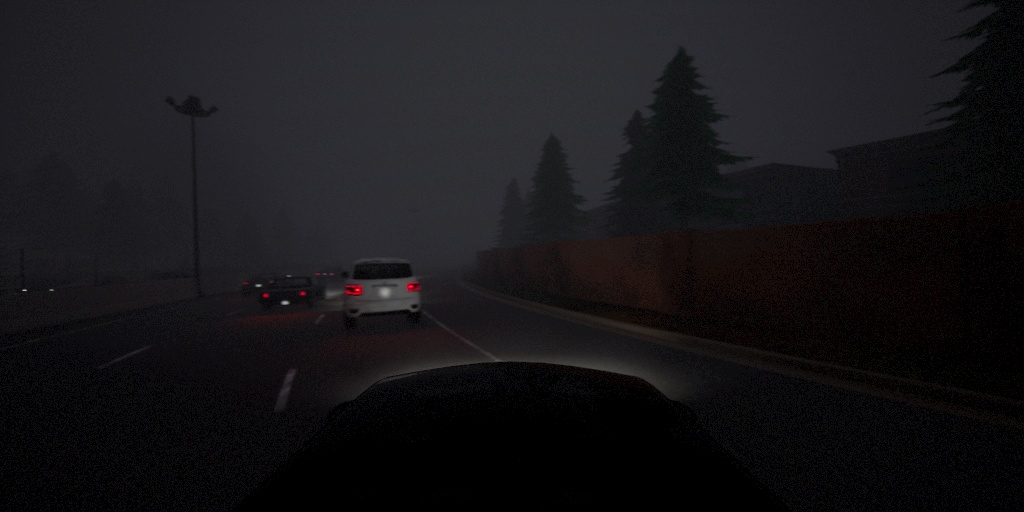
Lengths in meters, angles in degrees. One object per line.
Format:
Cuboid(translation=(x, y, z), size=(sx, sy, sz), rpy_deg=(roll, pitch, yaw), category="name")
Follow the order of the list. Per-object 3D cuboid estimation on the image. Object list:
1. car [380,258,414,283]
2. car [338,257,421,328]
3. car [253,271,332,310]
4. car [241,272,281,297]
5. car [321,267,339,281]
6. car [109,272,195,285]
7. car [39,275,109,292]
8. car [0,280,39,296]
Cuboid(translation=(-10.365, 1.238, 32.683), size=(2.150, 2.045, 5.566), rpy_deg=(-2, 0, -10), category="car")
Cuboid(translation=(-4.547, 1.089, 12.333), size=(2.150, 2.045, 5.566), rpy_deg=(-2, 0, -23), category="car")
Cuboid(translation=(-9.877, 1.606, 16.545), size=(1.895, 1.301, 4.718), rpy_deg=(-2, 0, -19), category="car")
Cuboid(translation=(-15.320, 1.710, 22.830), size=(1.994, 1.385, 4.181), rpy_deg=(-1, 0, -16), category="car")
Cuboid(translation=(-17.762, 1.756, 35.863), size=(2.033, 1.411, 5.357), rpy_deg=(-1, 0, -7), category="car")
Cuboid(translation=(-22.971, 1.838, 23.636), size=(2.128, 1.511, 4.902), rpy_deg=(-2, 0, -13), category="car")
Cuboid(translation=(-26.391, 1.959, 22.877), size=(1.812, 1.442, 4.674), rpy_deg=(-2, 0, -13), category="car")
Cuboid(translation=(-30.058, 2.130, 23.235), size=(1.895, 1.301, 4.718), rpy_deg=(-1, 0, -12), category="car")
